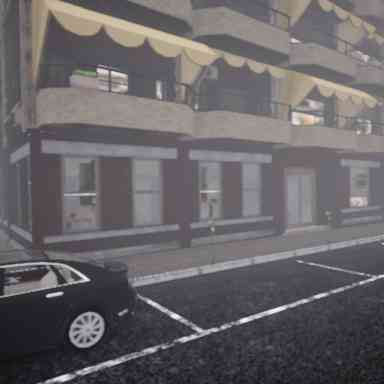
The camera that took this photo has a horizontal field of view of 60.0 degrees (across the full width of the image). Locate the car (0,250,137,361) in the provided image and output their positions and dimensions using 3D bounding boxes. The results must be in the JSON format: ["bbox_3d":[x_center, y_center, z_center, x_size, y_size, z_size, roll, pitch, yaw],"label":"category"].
[{"bbox_3d":[-2.922,1.550,4.496,4.403,1.369,2.008,-1,0,-35],"label":"car"}]
